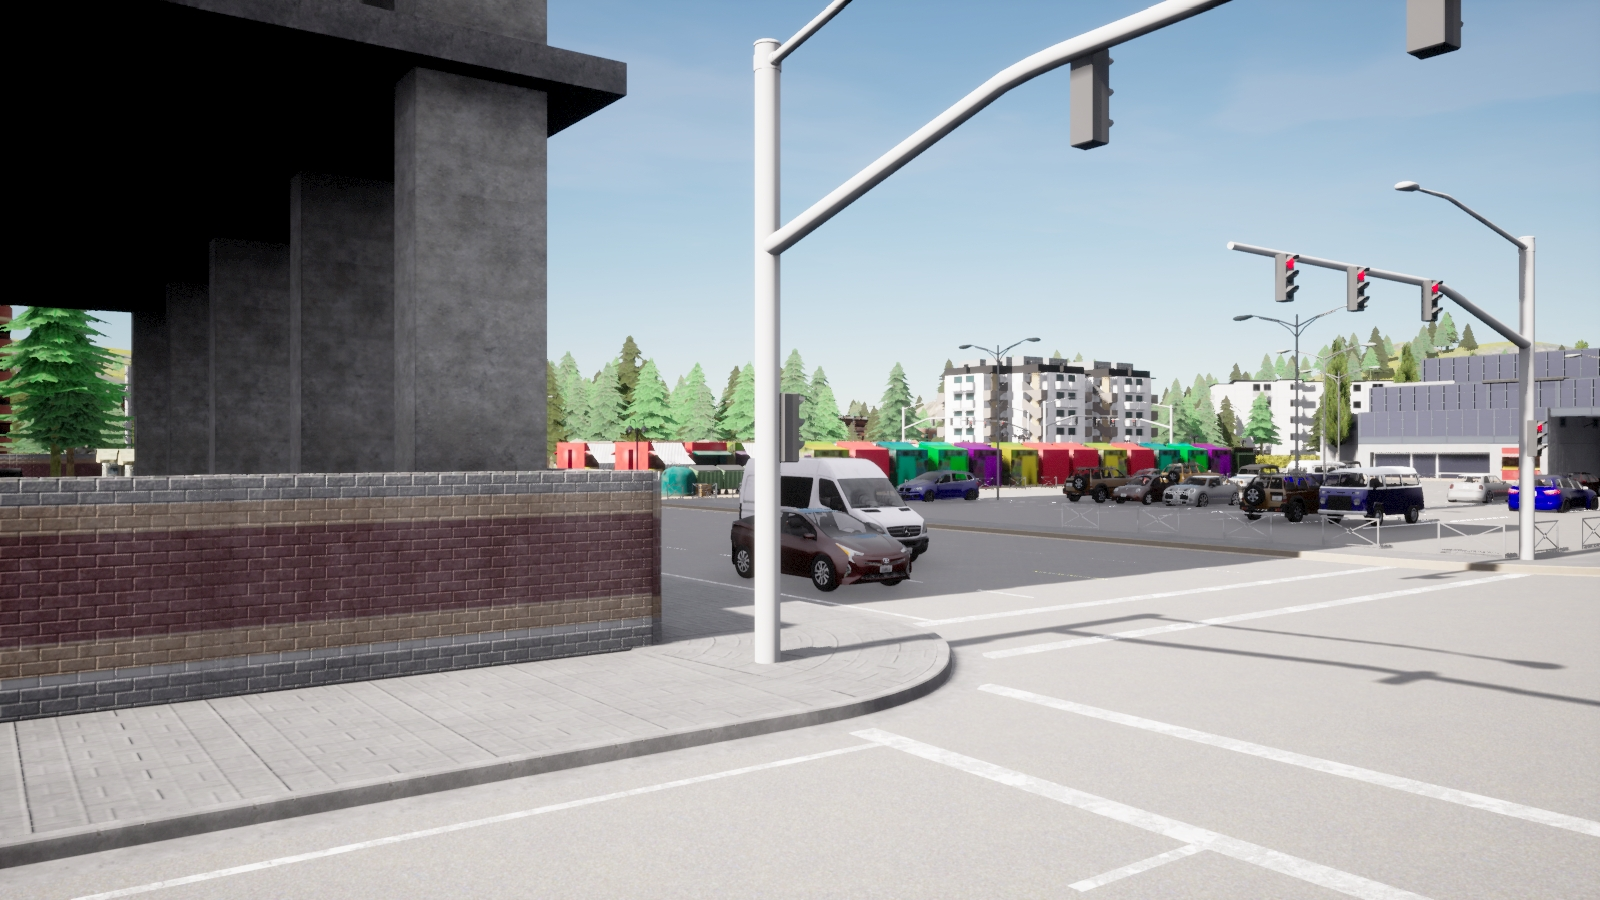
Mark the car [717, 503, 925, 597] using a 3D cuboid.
[{"bbox_3d":[0.324,1.984,23.786,2.007,1.525,4.514,0,0,-36],"label":"car"}]

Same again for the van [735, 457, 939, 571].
[{"bbox_3d":[0.780,1.479,29.066,1.988,2.561,5.915,0,0,-36],"label":"van"}]
